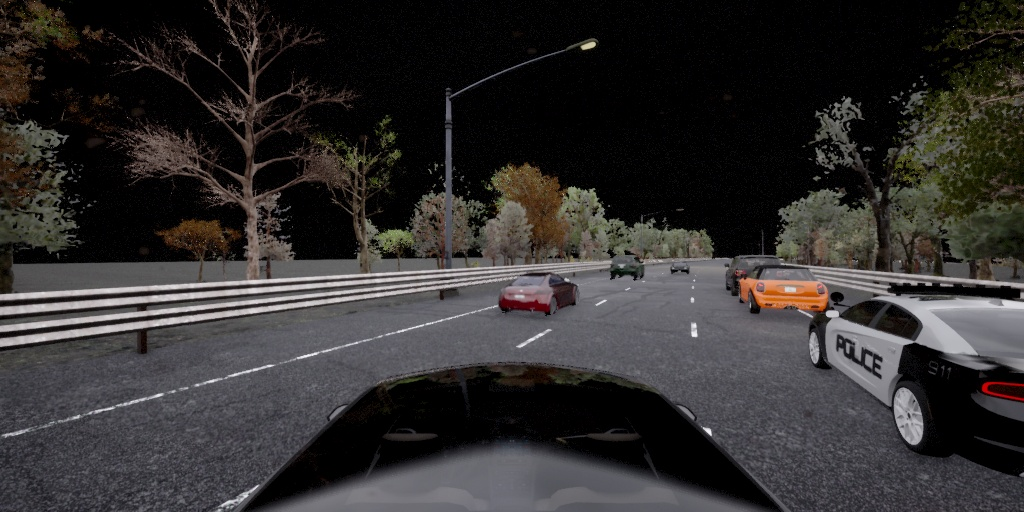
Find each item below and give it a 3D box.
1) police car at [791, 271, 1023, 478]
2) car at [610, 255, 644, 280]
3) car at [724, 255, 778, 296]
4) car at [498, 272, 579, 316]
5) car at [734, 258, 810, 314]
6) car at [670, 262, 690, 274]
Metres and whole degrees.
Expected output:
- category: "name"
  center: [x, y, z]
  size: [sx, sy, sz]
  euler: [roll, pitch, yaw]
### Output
- category: "police car"
  center: [5.593, 1.175, 4.679]
  size: [1.930, 1.638, 5.238]
  euler: [0, 0, 26]
- category: "car"
  center: [10.069, 0.977, 31.163]
  size: [2.150, 2.045, 5.566]
  euler: [0, 0, 28]
- category: "car"
  center: [12.584, 0.978, 18.758]
  size: [2.150, 2.045, 5.566]
  euler: [0, 0, 27]
- category: "car"
  center: [1.151, 1.314, 13.641]
  size: [1.994, 1.385, 4.181]
  euler: [0, 0, 26]
- category: "car"
  center: [9.888, 1.102, 13.415]
  size: [2.097, 1.767, 4.553]
  euler: [0, 0, 27]
- category: "car"
  center: [19.204, 1.369, 40.827]
  size: [1.895, 1.301, 4.718]
  euler: [0, 0, 28]
